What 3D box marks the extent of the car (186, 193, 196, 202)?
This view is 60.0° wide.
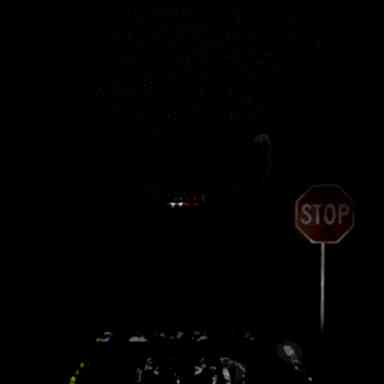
[{"bbox_3d":[-0.139,1.137,71.650,2.097,1.767,4.553,0,0,0],"label":"car"}]

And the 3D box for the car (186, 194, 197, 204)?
[{"bbox_3d":[-0.117,1.393,61.662,1.812,1.442,4.674,0,0,0],"label":"car"}]

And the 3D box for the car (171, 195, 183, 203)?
[{"bbox_3d":[-2.876,1.388,65.855,1.812,1.442,4.674,0,0,0],"label":"car"}]
